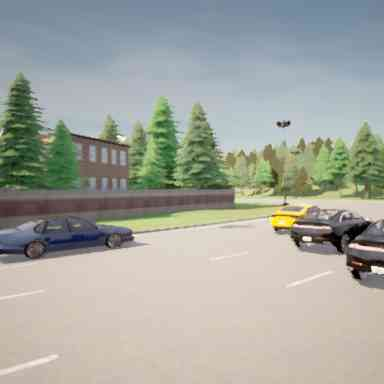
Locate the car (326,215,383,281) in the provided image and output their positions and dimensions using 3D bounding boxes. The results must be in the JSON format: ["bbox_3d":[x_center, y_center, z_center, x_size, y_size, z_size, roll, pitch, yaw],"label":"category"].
[{"bbox_3d":[5.745,1.410,8.596,4.902,1.511,2.128,-1,0,-42],"label":"car"}]

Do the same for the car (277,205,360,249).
[{"bbox_3d":[5.817,1.414,13.350,4.902,1.511,2.128,-1,0,-43],"label":"car"}]

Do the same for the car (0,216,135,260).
[{"bbox_3d":[-4.975,1.650,13.075,5.357,1.411,2.033,-1,0,-40],"label":"car"}]

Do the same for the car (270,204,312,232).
[{"bbox_3d":[6.333,1.398,18.721,1.882,1.535,5.008,-1,0,45],"label":"car"}]
